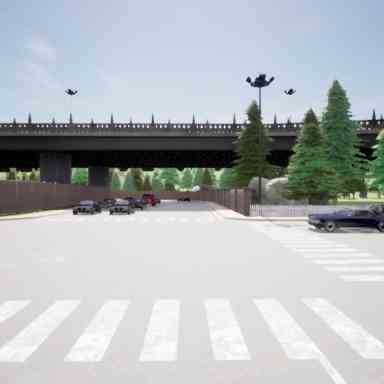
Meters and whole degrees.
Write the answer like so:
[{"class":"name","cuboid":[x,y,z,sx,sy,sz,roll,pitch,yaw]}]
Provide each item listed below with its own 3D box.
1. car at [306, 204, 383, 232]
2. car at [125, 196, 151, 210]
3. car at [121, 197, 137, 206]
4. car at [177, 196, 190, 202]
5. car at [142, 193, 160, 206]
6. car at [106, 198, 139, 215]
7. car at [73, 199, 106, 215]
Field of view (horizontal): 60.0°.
[{"class":"car","cuboid":[9.050,1.544,18.893,4.718,1.301,1.895,0,0,1]},{"class":"car","cuboid":[-6.977,1.545,43.173,2.033,1.411,5.357,0,0,0]},{"class":"car","cuboid":[-10.539,1.523,55.959,1.812,1.442,4.674,0,0,0]},{"class":"car","cuboid":[-1.921,1.549,75.249,1.994,1.385,4.181,0,0,-19]},{"class":"car","cuboid":[-6.972,1.219,53.269,2.150,2.045,5.566,0,0,0]},{"class":"car","cuboid":[-7.040,1.562,33.945,1.994,1.385,4.181,0,0,0]},{"class":"car","cuboid":[-10.575,1.562,33.886,1.994,1.385,4.181,0,0,0]}]
